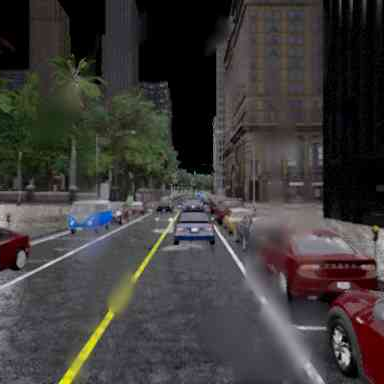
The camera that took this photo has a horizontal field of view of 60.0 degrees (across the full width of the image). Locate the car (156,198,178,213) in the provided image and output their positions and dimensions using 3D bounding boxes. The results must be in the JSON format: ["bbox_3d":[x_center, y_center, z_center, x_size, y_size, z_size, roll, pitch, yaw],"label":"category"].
[{"bbox_3d":[-3.017,1.672,37.922,1.895,1.301,4.718,0,0,0],"label":"car"}]

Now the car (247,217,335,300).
[{"bbox_3d":[2.759,1.561,8.302,1.887,1.381,4.507,0,0,0],"label":"car"}]

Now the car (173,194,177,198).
[{"bbox_3d":[-5.757,1.576,88.987,1.967,1.590,4.097,0,0,0],"label":"car"}]

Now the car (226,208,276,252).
[{"bbox_3d":[2.760,1.578,13.727,2.008,1.369,4.403,0,0,0],"label":"car"}]

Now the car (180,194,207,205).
[{"bbox_3d":[0.103,1.417,33.461,2.097,1.767,4.553,0,0,0],"label":"car"}]

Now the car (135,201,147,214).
[{"bbox_3d":[-5.763,1.649,35.447,1.802,1.307,4.206,0,0,0],"label":"car"}]

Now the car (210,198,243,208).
[{"bbox_3d":[2.761,1.363,24.578,2.192,1.841,5.009,0,0,0],"label":"car"}]

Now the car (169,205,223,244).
[{"bbox_3d":[0.103,1.579,15.966,2.033,1.411,5.357,0,0,0],"label":"car"}]

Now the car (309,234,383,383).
[{"bbox_3d":[2.759,1.446,2.877,1.967,1.590,4.097,0,0,0],"label":"car"}]

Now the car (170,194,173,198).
[{"bbox_3d":[-5.759,1.560,72.726,1.967,1.590,4.097,0,0,0],"label":"car"}]

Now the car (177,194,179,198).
[{"bbox_3d":[-5.757,1.454,94.408,2.192,1.841,5.009,0,0,0],"label":"car"}]

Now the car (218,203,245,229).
[{"bbox_3d":[2.761,1.563,19.322,1.752,1.417,4.829,0,0,0],"label":"car"}]

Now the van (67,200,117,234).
[{"bbox_3d":[-5.765,1.379,19.168,1.690,1.788,3.998,0,0,0],"label":"van"}]

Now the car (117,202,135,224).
[{"bbox_3d":[-5.764,1.489,24.594,1.967,1.590,4.097,0,0,0],"label":"car"}]

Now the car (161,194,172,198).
[{"bbox_3d":[-5.759,1.664,67.306,2.008,1.369,4.403,0,0,0],"label":"car"}]

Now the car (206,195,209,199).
[{"bbox_3d":[2.766,1.672,61.865,1.947,1.339,4.313,0,0,0],"label":"car"}]

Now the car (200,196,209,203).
[{"bbox_3d":[2.767,1.645,72.875,1.752,1.417,4.829,0,0,0],"label":"car"}]

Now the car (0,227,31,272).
[{"bbox_3d":[-5.765,1.561,8.315,1.887,1.381,4.507,0,0,0],"label":"car"}]

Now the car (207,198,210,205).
[{"bbox_3d":[2.763,1.633,35.428,1.947,1.339,4.313,0,0,0],"label":"car"}]
